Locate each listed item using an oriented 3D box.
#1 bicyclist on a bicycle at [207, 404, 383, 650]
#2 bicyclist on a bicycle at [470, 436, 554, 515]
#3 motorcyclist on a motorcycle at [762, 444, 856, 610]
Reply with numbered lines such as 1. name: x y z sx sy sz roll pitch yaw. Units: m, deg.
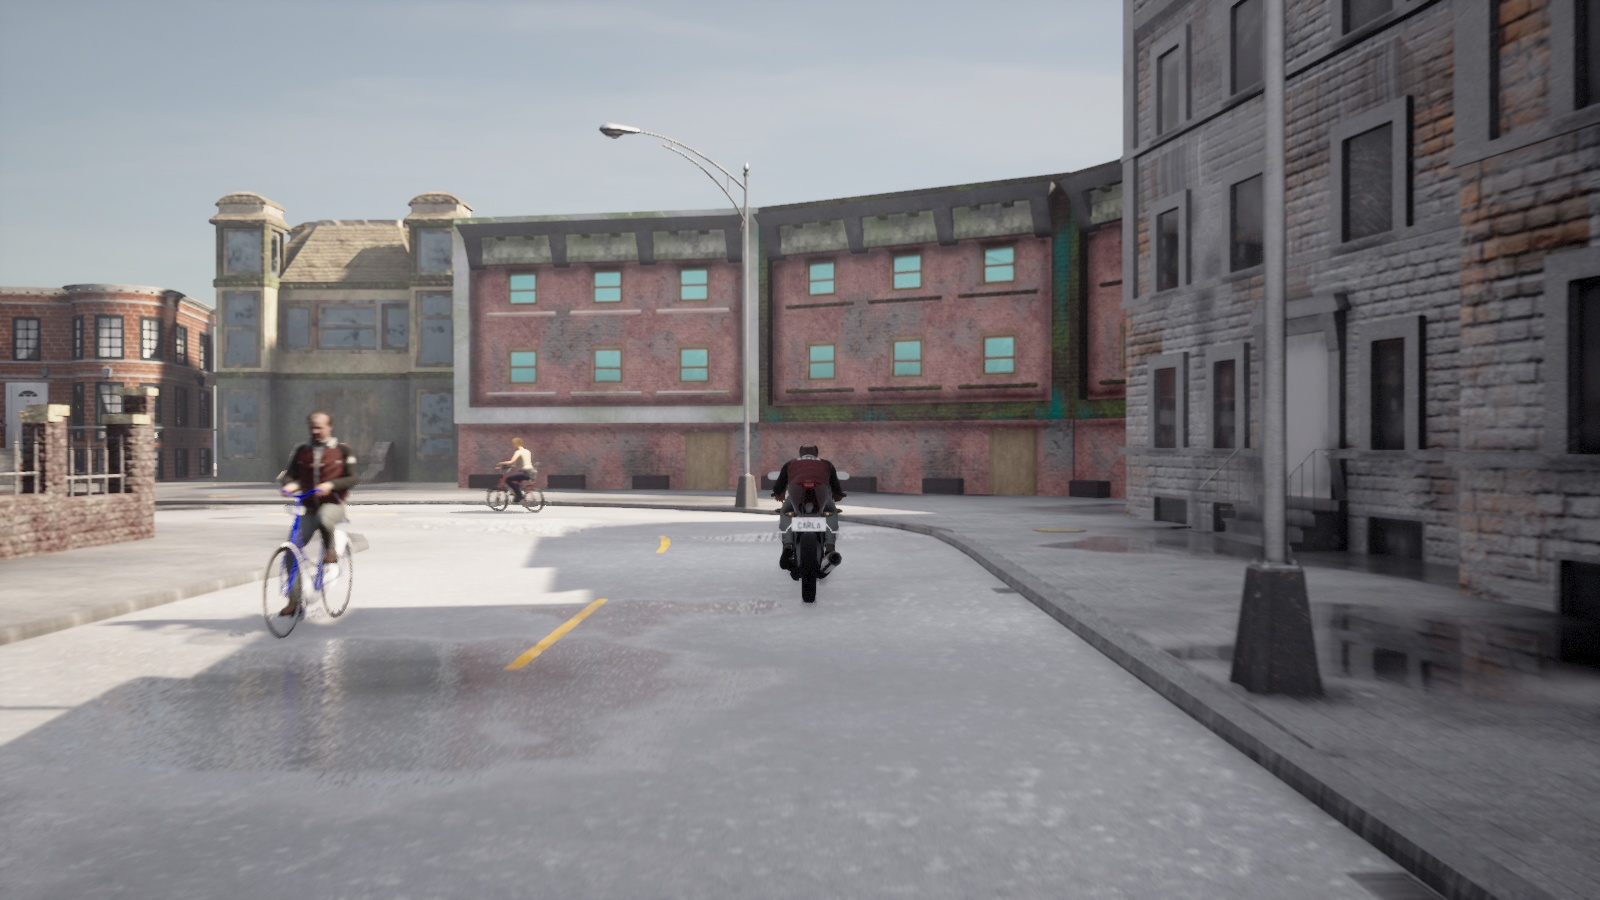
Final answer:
1. bicyclist on a bicycle: -3.957 0.557 10.000 0.659 1.776 1.843 0 0 0
2. bicyclist on a bicycle: -6.171 0.528 26.912 1.509 1.612 0.866 0 2 25
3. motorcyclist on a motorcycle: 0.088 0.710 12.719 0.866 1.530 2.191 0 0 0
